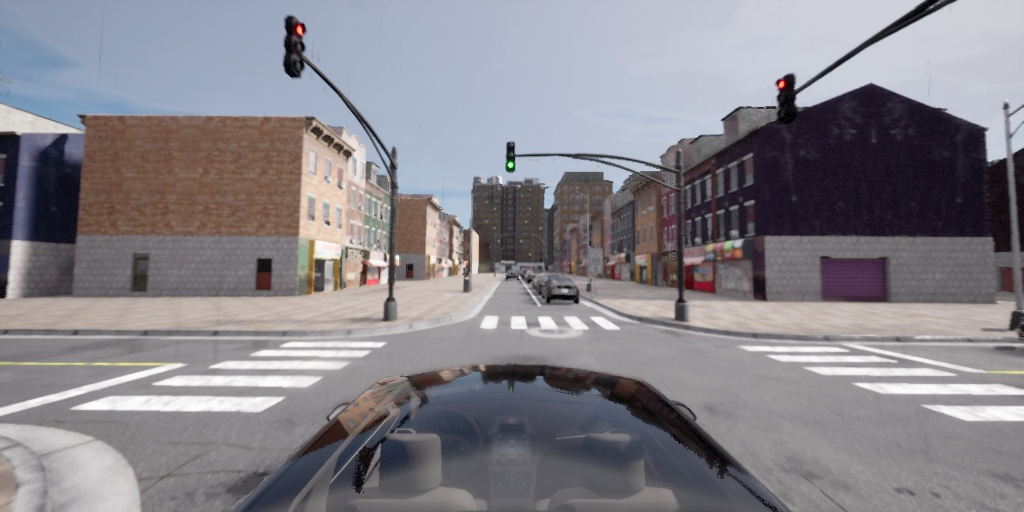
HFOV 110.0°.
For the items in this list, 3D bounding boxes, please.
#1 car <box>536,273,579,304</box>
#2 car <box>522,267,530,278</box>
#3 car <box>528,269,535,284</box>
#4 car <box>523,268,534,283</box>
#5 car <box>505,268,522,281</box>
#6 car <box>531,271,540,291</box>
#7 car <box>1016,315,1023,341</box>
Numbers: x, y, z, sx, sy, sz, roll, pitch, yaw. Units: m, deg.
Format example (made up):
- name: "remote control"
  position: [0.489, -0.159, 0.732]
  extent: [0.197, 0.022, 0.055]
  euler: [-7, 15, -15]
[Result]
- name: "car"
  position: [2.644, 1.863, 20.225]
  extent: [1.948, 1.339, 4.313]
  euler: [0, 0, 0]
- name: "car"
  position: [2.648, 2.642, 47.567]
  extent: [1.751, 1.417, 4.829]
  euler: [0, 0, 0]
- name: "car"
  position: [2.646, 2.136, 31.262]
  extent: [1.751, 1.417, 4.829]
  euler: [0, 0, 0]
- name: "car"
  position: [2.647, 2.510, 41.962]
  extent: [1.948, 1.339, 4.313]
  euler: [0, 0, 0]
- name: "car"
  position: [0.018, 2.696, 50.453]
  extent: [1.837, 1.490, 4.892]
  euler: [0, -2, 0]
- name: "car"
  position: [2.645, 2.017, 25.659]
  extent: [1.948, 1.339, 4.313]
  euler: [0, 0, 0]
- name: "car"
  position: [14.998, 1.586, 8.326]
  extent: [4.902, 1.511, 2.128]
  euler: [0, -3, 0]
